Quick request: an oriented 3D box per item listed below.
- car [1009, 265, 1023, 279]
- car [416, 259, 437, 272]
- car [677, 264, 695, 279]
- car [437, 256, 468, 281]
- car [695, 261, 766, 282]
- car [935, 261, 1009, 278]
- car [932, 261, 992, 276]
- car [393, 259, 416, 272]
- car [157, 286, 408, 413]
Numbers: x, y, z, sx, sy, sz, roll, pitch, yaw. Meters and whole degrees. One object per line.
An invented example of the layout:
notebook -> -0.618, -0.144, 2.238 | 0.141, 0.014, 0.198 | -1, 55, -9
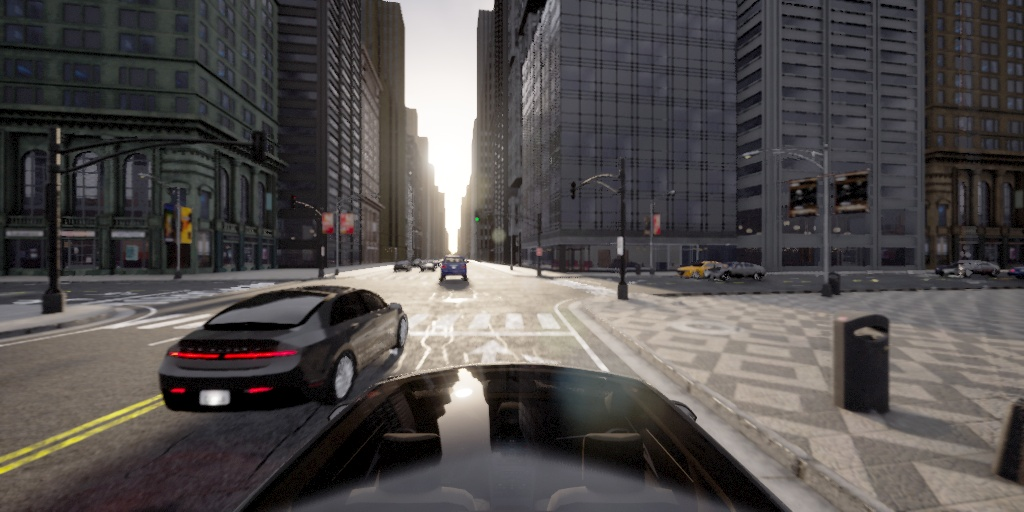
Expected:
car -> 44.748, 1.267, 30.000 | 5.357, 1.411, 2.033 | 0, 0, -7
car -> -11.187, 1.332, 47.919 | 2.033, 1.411, 5.357 | 0, 0, -9
car -> 17.309, 1.232, 32.121 | 5.008, 1.535, 1.882 | 0, 0, -9
car -> -4.989, 0.987, 30.916 | 2.150, 2.045, 5.566 | 0, 0, -9
car -> 17.868, 1.241, 28.921 | 4.902, 1.511, 2.128 | 0, 0, -9
car -> 41.829, 1.219, 32.871 | 4.902, 1.511, 2.128 | 0, 0, -9
car -> 46.225, 1.253, 36.859 | 4.674, 1.442, 1.812 | 0, 0, -10
car -> -14.394, 1.331, 47.392 | 2.033, 1.411, 5.357 | 0, 0, -9
car -> -3.209, 1.256, 6.215 | 1.837, 1.490, 4.892 | 0, 0, -2
